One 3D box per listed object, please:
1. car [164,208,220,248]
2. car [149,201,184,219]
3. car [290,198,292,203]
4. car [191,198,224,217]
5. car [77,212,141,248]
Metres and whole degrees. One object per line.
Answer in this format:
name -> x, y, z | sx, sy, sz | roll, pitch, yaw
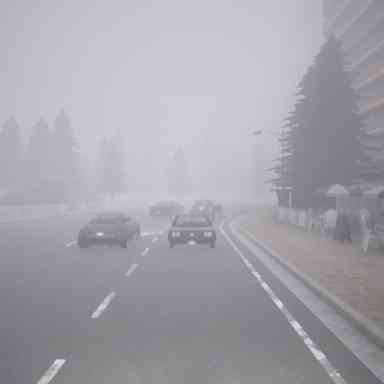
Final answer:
car -> 0.000, 1.616, 14.680 | 1.895, 1.301, 4.718 | 0, 0, 0
car -> -2.061, 1.485, 29.041 | 1.882, 1.535, 5.008 | 0, 0, 16
car -> 21.108, 1.327, 62.119 | 5.566, 2.045, 2.150 | 0, 0, -18
car -> 1.301, 1.366, 28.068 | 2.097, 1.767, 4.553 | 0, 0, 16
car -> -3.500, 1.572, 14.650 | 1.994, 1.385, 4.181 | 0, 0, 0
